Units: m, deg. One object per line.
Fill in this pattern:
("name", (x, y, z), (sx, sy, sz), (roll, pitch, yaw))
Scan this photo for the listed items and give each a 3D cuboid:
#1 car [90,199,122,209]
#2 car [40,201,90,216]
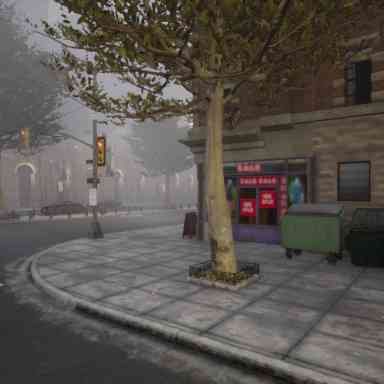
("car", (-11.930, 1.595, 45.150), (1.895, 1.301, 4.718), (0, 0, 36))
("car", (-12.688, 1.564, 32.863), (1.994, 1.385, 4.181), (0, 0, 36))
